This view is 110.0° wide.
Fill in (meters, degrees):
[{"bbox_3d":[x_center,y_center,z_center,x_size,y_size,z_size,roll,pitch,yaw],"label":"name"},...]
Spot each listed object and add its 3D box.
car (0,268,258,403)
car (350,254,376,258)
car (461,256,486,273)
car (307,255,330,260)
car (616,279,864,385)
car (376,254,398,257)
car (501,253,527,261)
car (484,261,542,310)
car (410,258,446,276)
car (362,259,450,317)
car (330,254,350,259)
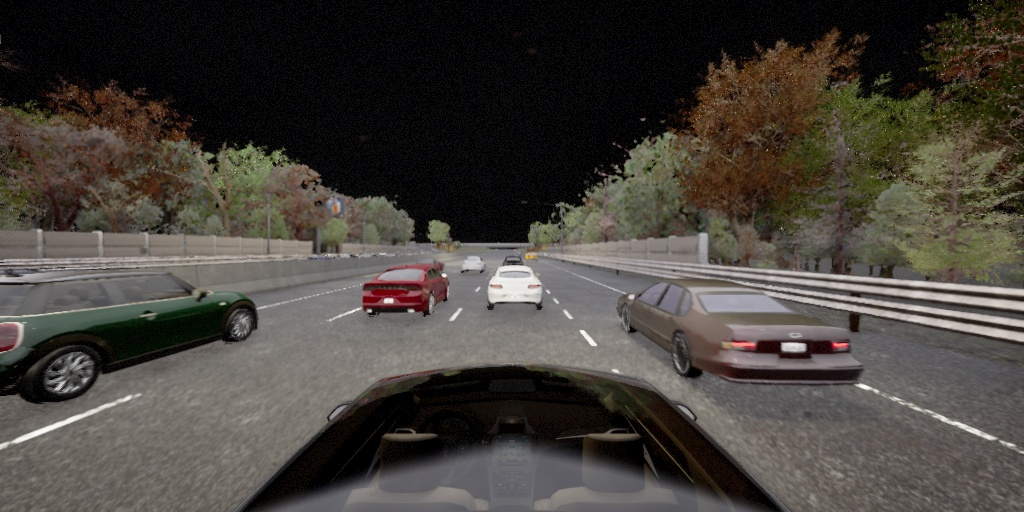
[{"bbox_3d":[-6.903,1.022,6.374,2.097,1.767,4.553,0,1,0],"label":"car"},{"bbox_3d":[-21.069,0.390,51.966,1.882,1.535,5.008,0,1,0],"label":"car"},{"bbox_3d":[-3.414,0.760,32.369,1.812,1.442,4.674,0,1,0],"label":"car"},{"bbox_3d":[-28.052,0.502,52.720,1.895,1.301,4.718,0,1,1],"label":"car"},{"bbox_3d":[3.609,1.156,7.028,2.033,1.411,5.357,0,1,1],"label":"car"},{"bbox_3d":[-17.572,0.437,52.030,1.812,1.442,4.674,0,1,0],"label":"car"},{"bbox_3d":[0.101,0.757,31.272,1.837,1.490,4.892,0,1,0],"label":"car"},{"bbox_3d":[0.100,1.074,13.467,1.812,1.442,4.674,0,1,0],"label":"car"},{"bbox_3d":[-6.898,0.877,29.835,1.895,1.301,4.718,0,1,0],"label":"car"},{"bbox_3d":[-3.398,1.045,12.358,1.882,1.535,5.008,0,1,0],"label":"car"},{"bbox_3d":[-24.554,0.417,53.288,1.812,1.442,4.674,0,1,0],"label":"car"}]
